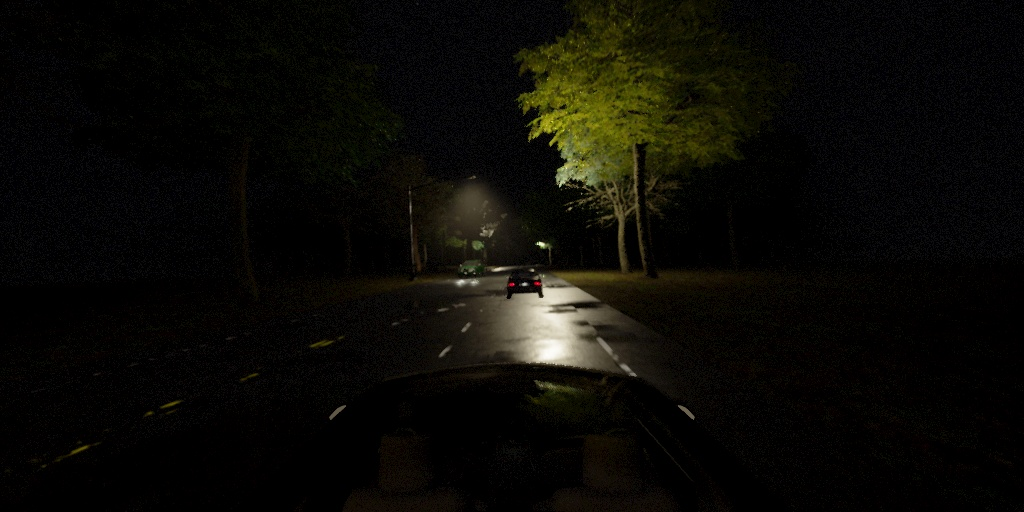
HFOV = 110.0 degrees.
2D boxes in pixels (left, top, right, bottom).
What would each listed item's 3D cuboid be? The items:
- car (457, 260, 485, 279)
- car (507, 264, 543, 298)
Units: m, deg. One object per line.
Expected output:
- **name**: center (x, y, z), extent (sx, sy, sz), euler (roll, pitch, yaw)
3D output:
- **car**: center (-4.643, 1.518, 41.602), extent (2.150, 2.045, 5.566), euler (-3, -1, 8)
- **car**: center (0.692, 1.406, 19.478), extent (2.033, 1.411, 5.357), euler (-3, 0, 2)
